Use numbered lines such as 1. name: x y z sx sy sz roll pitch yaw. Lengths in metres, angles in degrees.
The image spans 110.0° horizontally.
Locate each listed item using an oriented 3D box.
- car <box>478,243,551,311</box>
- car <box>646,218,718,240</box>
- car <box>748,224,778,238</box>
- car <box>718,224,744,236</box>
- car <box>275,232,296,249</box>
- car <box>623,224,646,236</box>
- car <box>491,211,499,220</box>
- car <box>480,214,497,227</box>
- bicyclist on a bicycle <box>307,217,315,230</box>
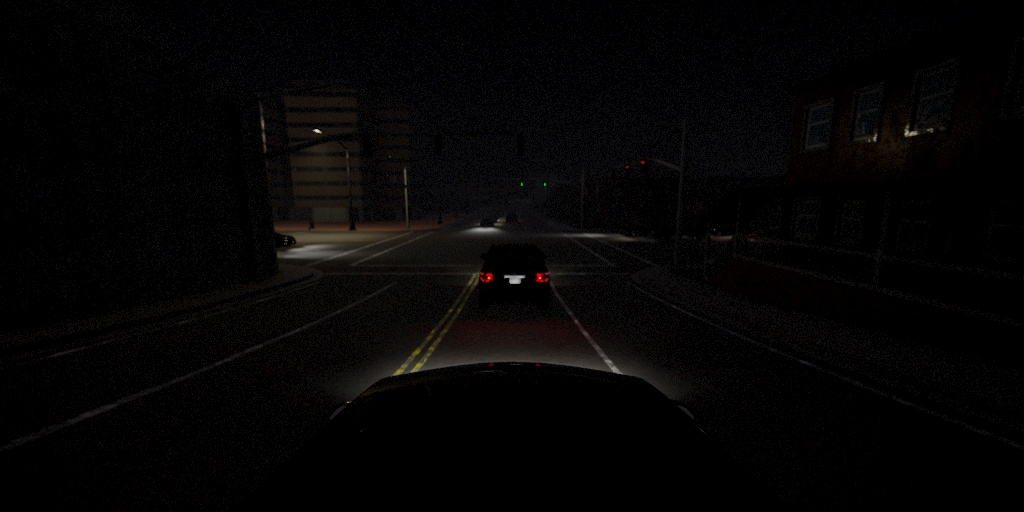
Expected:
1. car: 0.065 0.550 12.575 2.150 2.045 5.566 0 5 0
2. car: 16.908 -2.741 35.926 5.566 2.045 2.150 0 9 0
3. car: 26.704 -2.435 35.949 4.674 1.442 1.812 0 9 0
4. car: 23.867 -2.973 39.409 4.674 1.442 1.812 0 9 0
5. car: -20.081 -1.378 28.897 4.892 1.490 1.837 0 9 0
6. car: 14.788 -2.905 39.457 4.718 1.301 1.895 0 9 0
7. car: -3.669 -6.503 62.206 1.812 1.442 4.674 0 9 0
8. car: -3.680 -5.071 53.435 1.895 1.301 4.718 0 9 0
9. bicyclist on a bicycle: -25.338 -4.103 45.171 0.582 1.620 1.656 0 9 0
